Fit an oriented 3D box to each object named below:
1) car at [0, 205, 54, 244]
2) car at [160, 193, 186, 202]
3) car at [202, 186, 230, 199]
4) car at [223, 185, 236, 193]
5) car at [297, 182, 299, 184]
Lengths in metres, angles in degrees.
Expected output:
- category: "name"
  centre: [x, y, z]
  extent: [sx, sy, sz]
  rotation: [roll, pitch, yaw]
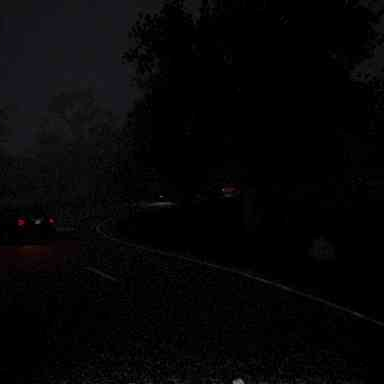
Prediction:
- category: "car"
  centre: [-8.964, 1.414, 16.286]
  extent: [4.553, 1.767, 2.097]
  rotation: [0, 0, 28]
- category: "car"
  centre: [-2.956, 0.590, 51.596]
  extent: [2.097, 1.767, 4.553]
  rotation: [0, 4, 35]
- category: "car"
  centre: [3.539, 0.289, 54.347]
  extent: [2.128, 1.511, 4.902]
  rotation: [0, 4, 37]
- category: "car"
  centre: [6.552, -0.553, 64.015]
  extent: [2.097, 1.767, 4.553]
  rotation: [0, 4, 41]
- category: "car"
  centre: [23.826, -2.047, 78.692]
  extent: [2.128, 1.511, 4.902]
  rotation: [0, 4, 38]
